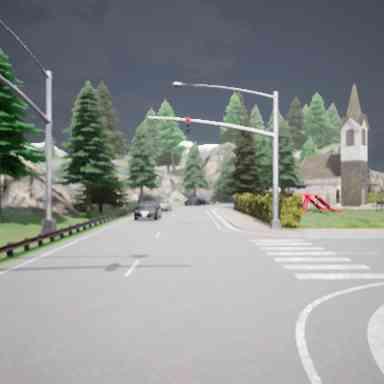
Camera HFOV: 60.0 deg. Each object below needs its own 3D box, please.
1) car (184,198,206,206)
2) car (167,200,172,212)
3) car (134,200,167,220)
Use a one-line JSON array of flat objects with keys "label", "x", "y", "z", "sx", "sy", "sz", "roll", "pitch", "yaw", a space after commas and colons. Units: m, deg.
[{"label": "car", "x": 0.547, "y": 1.561, "z": 52.696, "sx": 1.994, "sy": 1.385, "sz": 4.181, "roll": 0, "pitch": 0, "yaw": 33}, {"label": "car", "x": -3.535, "y": 1.599, "z": 38.496, "sx": 1.895, "sy": 1.301, "sz": 4.718, "roll": 0, "pitch": 0, "yaw": 3}, {"label": "car", "x": -3.599, "y": 1.490, "z": 27.704, "sx": 2.128, "sy": 1.511, "sz": 4.902, "roll": 0, "pitch": 0, "yaw": 0}]
